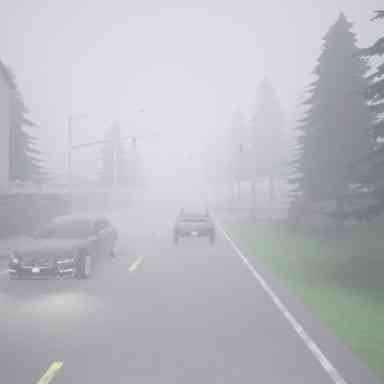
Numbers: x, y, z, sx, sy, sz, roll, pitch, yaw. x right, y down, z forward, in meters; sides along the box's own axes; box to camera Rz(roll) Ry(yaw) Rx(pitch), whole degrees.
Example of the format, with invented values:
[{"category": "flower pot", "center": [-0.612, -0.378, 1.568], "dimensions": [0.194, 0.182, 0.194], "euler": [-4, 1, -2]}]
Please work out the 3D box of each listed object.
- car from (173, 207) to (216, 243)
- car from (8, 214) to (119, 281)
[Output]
[{"category": "car", "center": [0.095, 1.482, 15.943], "dimensions": [2.128, 1.511, 4.902], "euler": [0, 0, 0]}, {"category": "car", "center": [-3.561, 1.494, 10.092], "dimensions": [1.837, 1.490, 4.892], "euler": [0, 1, 1]}]
